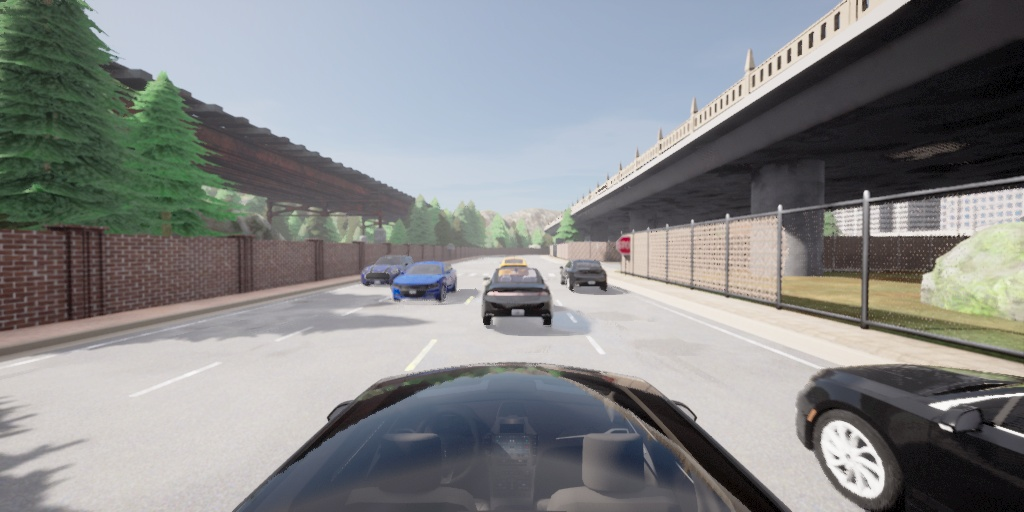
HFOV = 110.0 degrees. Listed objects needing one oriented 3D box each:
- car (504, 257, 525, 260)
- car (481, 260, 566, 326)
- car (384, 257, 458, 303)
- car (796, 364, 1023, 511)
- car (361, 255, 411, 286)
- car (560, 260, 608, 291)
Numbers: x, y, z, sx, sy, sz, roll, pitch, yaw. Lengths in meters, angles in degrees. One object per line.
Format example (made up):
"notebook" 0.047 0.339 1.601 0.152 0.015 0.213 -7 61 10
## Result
"car" 0.168 0.817 23.994 1.882 1.535 5.008 0 1 1
"car" 0.137 1.071 10.894 2.128 1.511 4.902 0 1 0
"car" -3.531 0.976 15.310 1.882 1.535 5.008 0 1 0
"car" 3.598 1.260 1.384 1.837 1.490 4.892 0 1 0
"car" -6.980 0.747 20.894 2.097 1.767 4.553 0 1 1
"car" 3.663 0.939 18.847 1.837 1.490 4.892 0 1 0
